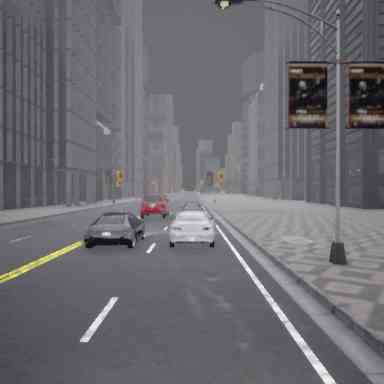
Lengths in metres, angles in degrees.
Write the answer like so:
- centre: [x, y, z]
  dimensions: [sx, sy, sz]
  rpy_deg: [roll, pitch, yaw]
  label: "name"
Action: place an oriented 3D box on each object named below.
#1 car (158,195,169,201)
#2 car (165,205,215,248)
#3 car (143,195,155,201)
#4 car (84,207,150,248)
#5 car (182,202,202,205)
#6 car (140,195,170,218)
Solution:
- centre: [-6.501, 1.310, 75.911]
  dimensions: [2.033, 1.411, 5.357]
  rpy_deg: [0, 0, 0]
  label: "car"
- centre: [0.000, 1.526, 14.650]
  dimensions: [1.812, 1.442, 4.674]
  rpy_deg: [0, 0, 0]
  label: "car"
- centre: [-9.751, 1.310, 75.910]
  dimensions: [2.033, 1.411, 5.357]
  rpy_deg: [0, 0, 0]
  label: "car"
- centre: [-3.250, 1.566, 14.650]
  dimensions: [1.994, 1.385, 4.181]
  rpy_deg: [0, 0, 0]
  label: "car"
- centre: [0.000, 1.556, 29.650]
  dimensions: [1.994, 1.385, 4.181]
  rpy_deg: [0, 0, 0]
  label: "car"
- centre: [-3.250, 1.242, 29.679]
  dimensions: [2.150, 2.045, 5.566]
  rpy_deg: [0, 0, 0]
  label: "car"
